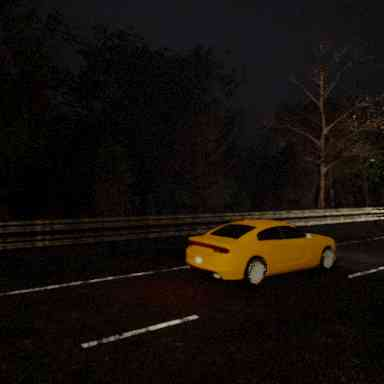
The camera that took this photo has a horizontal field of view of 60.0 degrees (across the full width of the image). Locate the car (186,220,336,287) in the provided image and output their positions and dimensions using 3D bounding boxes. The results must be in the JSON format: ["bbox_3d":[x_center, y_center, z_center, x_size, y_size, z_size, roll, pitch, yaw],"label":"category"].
[{"bbox_3d":[2.171,1.547,9.631,5.008,1.535,1.882,1,0,-36],"label":"car"}]
